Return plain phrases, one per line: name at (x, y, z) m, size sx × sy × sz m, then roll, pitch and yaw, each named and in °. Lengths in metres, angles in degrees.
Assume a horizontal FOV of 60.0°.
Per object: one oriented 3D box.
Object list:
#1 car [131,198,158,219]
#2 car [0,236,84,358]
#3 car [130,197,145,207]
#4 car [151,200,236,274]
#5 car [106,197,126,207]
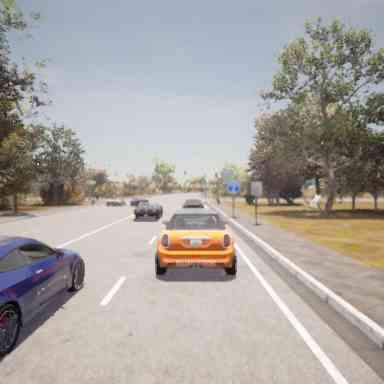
car at (-3.395, 1.447, 26.875) m, size 1.895 × 1.301 × 4.718 m, roll 0°, pitch 0°, yaw 0°
car at (-3.400, 1.492, 5.793) m, size 1.812 × 1.442 × 4.674 m, roll 0°, pitch 0°, yaw 0°
car at (-7.081, 1.346, 44.536) m, size 1.895 × 1.301 × 4.718 m, roll 0°, pitch 0°, yaw 0°
car at (0.102, 1.290, 10.512) m, size 2.097 × 1.767 × 4.553 m, roll 0°, pitch 0°, yaw 0°
car at (-10.576, 1.336, 46.231) m, size 1.895 × 1.301 × 4.718 m, roll 0°, pitch 0°, yaw 0°
